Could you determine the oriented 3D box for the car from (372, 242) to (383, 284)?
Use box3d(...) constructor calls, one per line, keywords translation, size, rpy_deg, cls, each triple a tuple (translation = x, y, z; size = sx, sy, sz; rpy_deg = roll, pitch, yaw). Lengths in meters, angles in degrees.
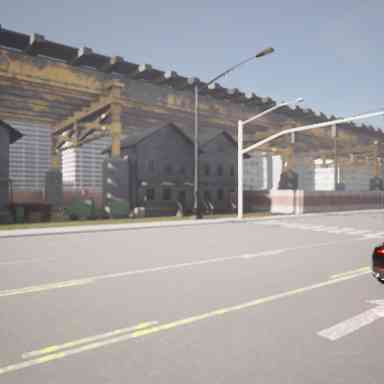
box3d(translation=(6.408, 1.533, 8.352), size=(4.892, 1.490, 1.837), rpy_deg=(1, 0, -35), cls="car")
